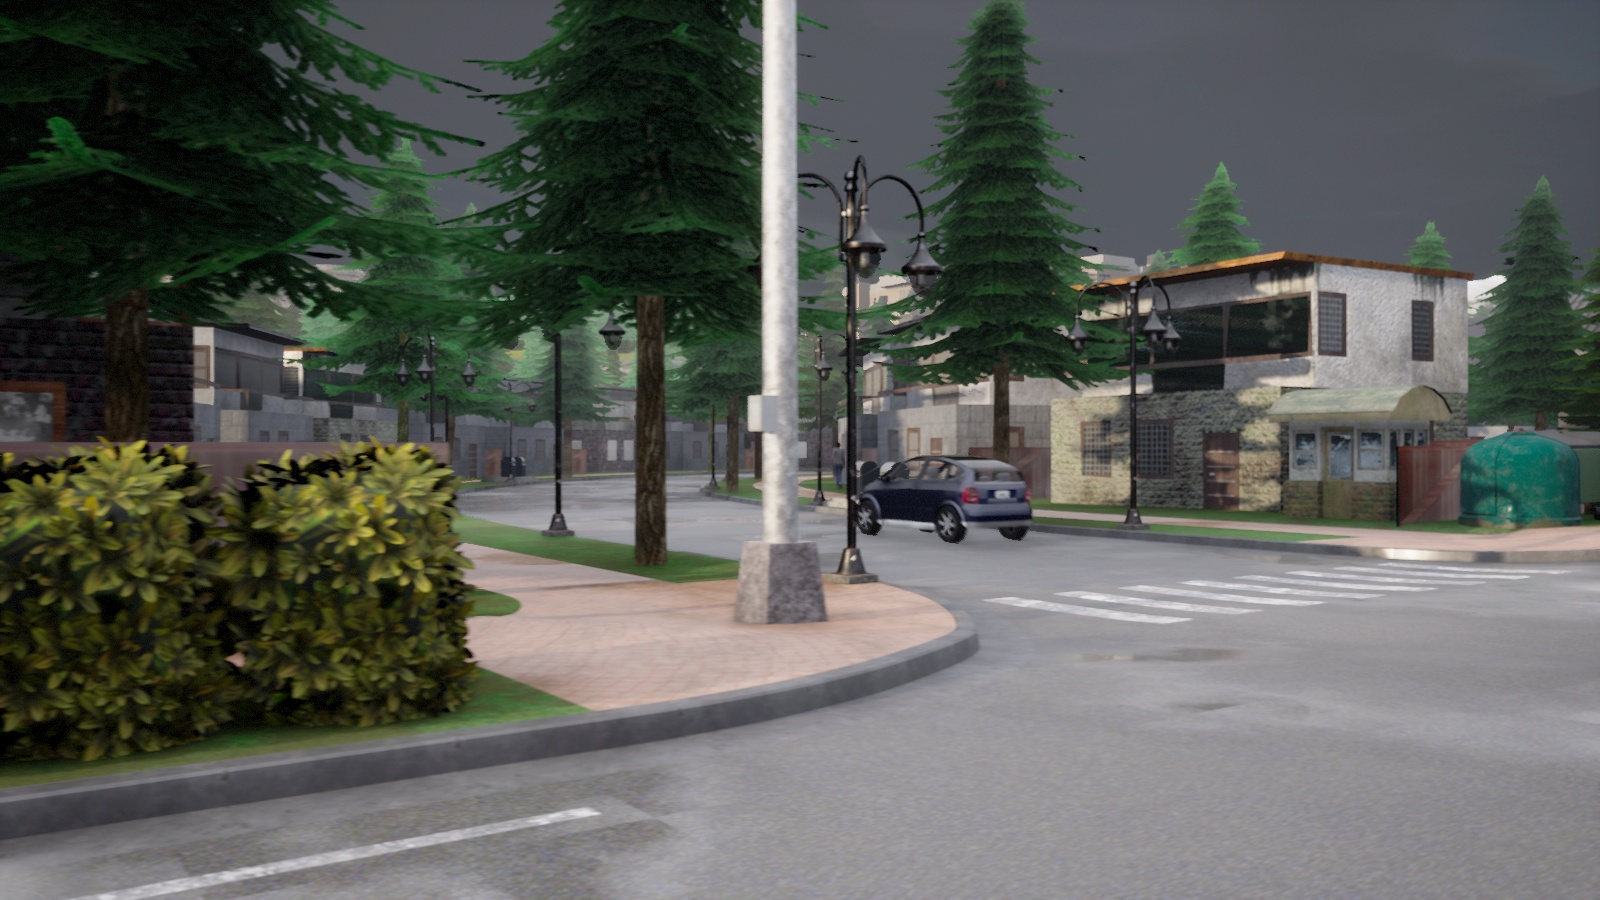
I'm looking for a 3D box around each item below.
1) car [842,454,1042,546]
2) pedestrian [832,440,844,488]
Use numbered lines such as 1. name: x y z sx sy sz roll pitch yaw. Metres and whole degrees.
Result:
1. car: 2.569 0.866 23.494 1.789 1.549 3.705 0 0 -32
2. pedestrian: 1.447 0.542 48.282 0.354 1.836 0.706 0 0 -6
